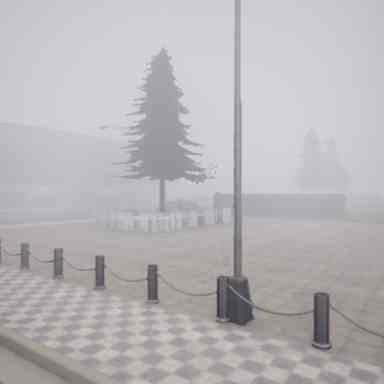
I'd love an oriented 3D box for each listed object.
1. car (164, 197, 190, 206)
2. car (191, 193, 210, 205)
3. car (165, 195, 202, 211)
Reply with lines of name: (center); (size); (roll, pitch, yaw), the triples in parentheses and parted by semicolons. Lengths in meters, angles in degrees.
car: (-2.470, 1.620, 56.971); (1.895, 1.301, 4.718); (0, 0, 36)
car: (0.829, 1.243, 55.551); (2.150, 2.045, 5.566); (0, 0, 36)
car: (-1.260, 1.493, 40.765); (1.882, 1.535, 5.008); (0, -1, 37)
